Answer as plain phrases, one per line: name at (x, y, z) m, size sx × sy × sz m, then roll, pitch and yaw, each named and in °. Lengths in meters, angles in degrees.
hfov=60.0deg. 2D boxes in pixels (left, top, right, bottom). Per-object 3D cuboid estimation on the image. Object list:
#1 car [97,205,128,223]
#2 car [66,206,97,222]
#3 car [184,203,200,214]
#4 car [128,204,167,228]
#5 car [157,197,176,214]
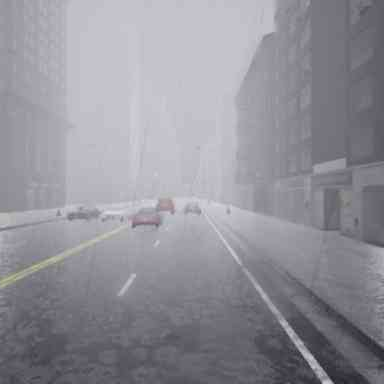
car at (-6.613, 1.869, 29.385) m, size 1.812 × 1.442 × 4.674 m, roll 0°, pitch -1°, yaw 0°
car at (-9.855, 1.967, 30.629) m, size 1.895 × 1.301 × 4.718 m, roll 0°, pitch -1°, yaw 0°
car at (-0.006, 2.034, 42.250) m, size 1.994 × 1.385 × 4.181 m, roll 0°, pitch -1°, yaw 0°
car at (-3.202, 1.848, 24.724) m, size 1.994 × 1.385 × 4.181 m, roll 0°, pitch -1°, yaw 0°
car at (-3.243, 1.700, 42.081) m, size 2.150 × 2.045 × 5.566 m, roll 0°, pitch 0°, yaw 0°
